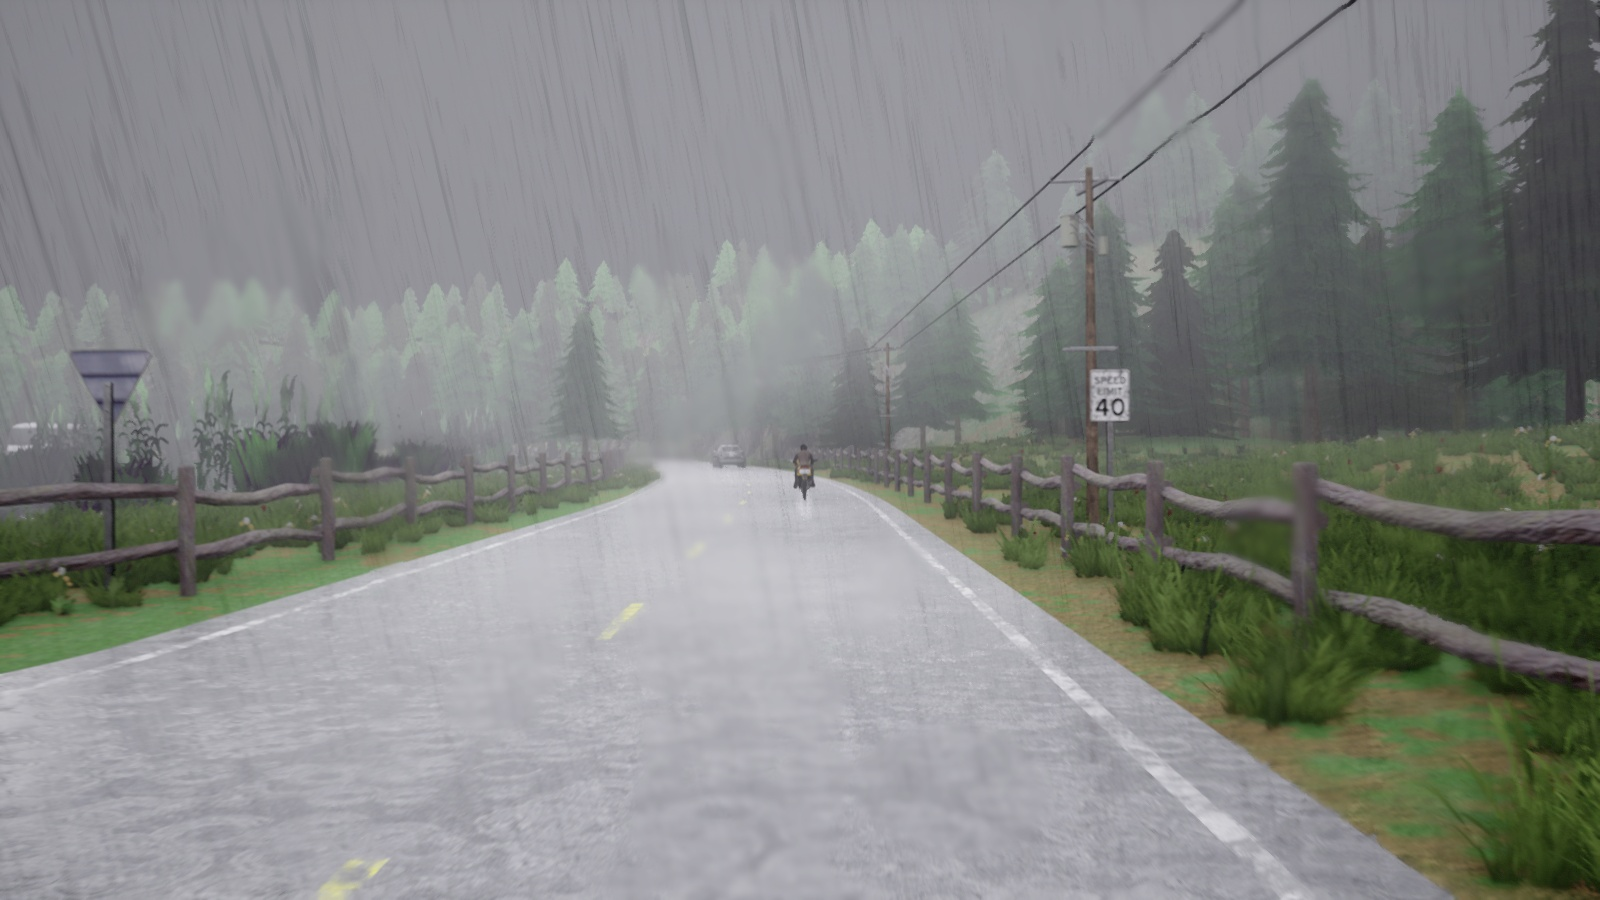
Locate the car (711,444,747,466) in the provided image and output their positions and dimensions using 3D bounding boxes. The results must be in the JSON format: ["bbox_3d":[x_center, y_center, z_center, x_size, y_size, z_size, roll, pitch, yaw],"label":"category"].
[{"bbox_3d":[-4.859,0.323,85.502,1.970,1.475,3.806,0,0,-10],"label":"car"}]

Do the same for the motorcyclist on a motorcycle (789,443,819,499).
[{"bbox_3d":[0.102,0.562,34.908,0.797,1.523,2.044,0,0,-1],"label":"motorcyclist on a motorcycle"}]
